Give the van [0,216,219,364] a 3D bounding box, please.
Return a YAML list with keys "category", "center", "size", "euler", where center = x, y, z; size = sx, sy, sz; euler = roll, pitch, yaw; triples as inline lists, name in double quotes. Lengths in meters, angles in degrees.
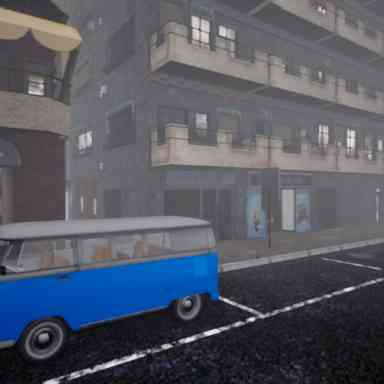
- category: "van"
  center: [-1.417, 1.339, 5.557]
  size: [3.998, 1.788, 1.690]
  euler: [0, 0, -35]
